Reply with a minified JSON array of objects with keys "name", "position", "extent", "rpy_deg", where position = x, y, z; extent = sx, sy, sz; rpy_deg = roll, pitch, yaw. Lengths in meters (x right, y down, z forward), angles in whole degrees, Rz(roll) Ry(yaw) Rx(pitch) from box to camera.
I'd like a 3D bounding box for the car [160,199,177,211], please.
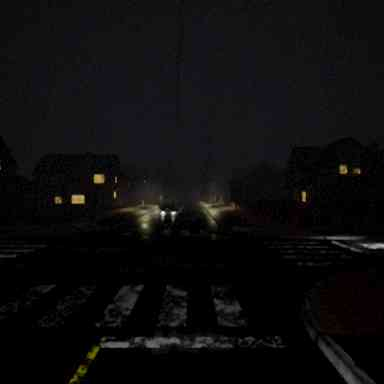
[{"name":"car","position":[-2.837,1.591,40.956],"extent":[2.033,1.411,5.357],"rpy_deg":[0,0,0]}]
